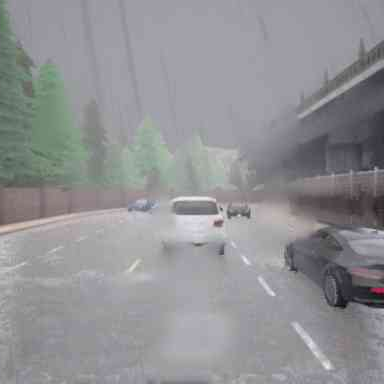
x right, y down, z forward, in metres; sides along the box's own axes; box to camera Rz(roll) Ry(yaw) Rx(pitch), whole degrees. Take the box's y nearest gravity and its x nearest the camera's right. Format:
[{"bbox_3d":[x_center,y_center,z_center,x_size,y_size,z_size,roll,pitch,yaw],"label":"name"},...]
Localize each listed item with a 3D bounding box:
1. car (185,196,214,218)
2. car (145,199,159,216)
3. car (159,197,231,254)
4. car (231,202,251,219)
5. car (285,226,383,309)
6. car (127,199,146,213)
[{"bbox_3d":[0.735,1.305,29.935,2.097,1.767,4.553,0,0,8],"label":"car"},{"bbox_3d":[-2.606,1.475,32.205,1.812,1.442,4.674,0,0,13],"label":"car"},{"bbox_3d":[0.093,1.199,13.511,2.150,2.045,5.566,0,0,0],"label":"car"},{"bbox_3d":[3.998,1.555,28.637,1.895,1.301,4.718,0,0,6],"label":"car"},{"bbox_3d":[3.589,1.513,7.717,1.812,1.442,4.674,0,0,0],"label":"car"},{"bbox_3d":[-5.235,1.469,35.819,1.812,1.442,4.674,0,0,17],"label":"car"}]
